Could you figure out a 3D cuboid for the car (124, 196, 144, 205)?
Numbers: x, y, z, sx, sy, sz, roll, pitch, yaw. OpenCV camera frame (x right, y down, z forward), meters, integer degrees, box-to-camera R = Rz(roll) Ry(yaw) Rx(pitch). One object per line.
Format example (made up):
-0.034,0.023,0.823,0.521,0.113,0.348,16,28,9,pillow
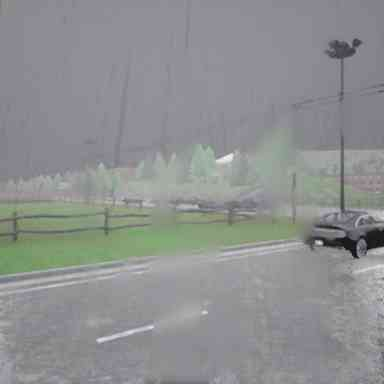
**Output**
-10.198,1.465,58.572,1.882,1.535,5.008,0,0,-36,car

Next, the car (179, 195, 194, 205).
-1.435,1.336,58.410,2.097,1.767,4.553,0,0,-36,car

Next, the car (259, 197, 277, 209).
8.359,1.532,44.959,2.033,1.411,5.357,0,0,-36,car

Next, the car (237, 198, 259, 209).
5.810,1.587,42.513,1.895,1.301,4.718,0,0,-36,car

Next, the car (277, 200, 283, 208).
10.772,1.475,47.600,2.128,1.511,4.902,0,0,-36,car

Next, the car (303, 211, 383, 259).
6.209,1.486,12.578,4.902,1.511,2.128,0,0,-36,car

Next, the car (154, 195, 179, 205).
-4.751,1.493,57.015,1.837,1.490,4.892,0,-1,-36,car

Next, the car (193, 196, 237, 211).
2.780,1.481,40.726,2.128,1.511,4.902,0,0,-36,car

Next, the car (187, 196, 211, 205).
1.220,1.488,60.729,1.837,1.490,4.892,0,0,-36,car
